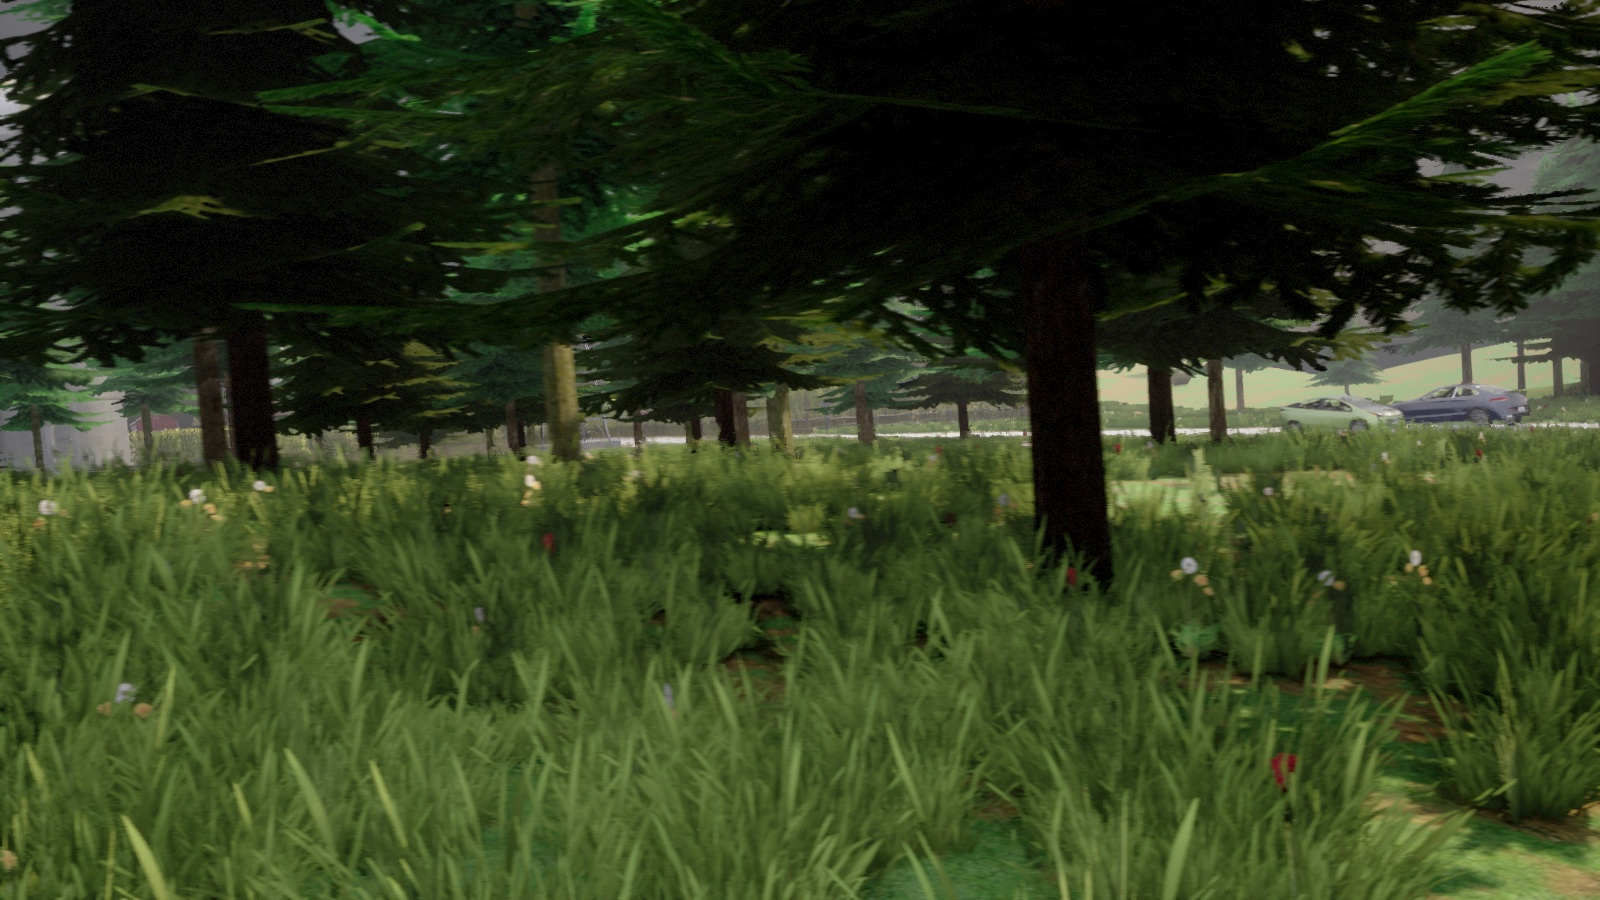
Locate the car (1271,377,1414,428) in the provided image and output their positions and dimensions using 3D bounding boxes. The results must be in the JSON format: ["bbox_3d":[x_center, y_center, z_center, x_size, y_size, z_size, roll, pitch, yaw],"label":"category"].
[{"bbox_3d":[20.249,-1.750,47.036,2.007,1.525,4.514,-7,3,-31],"label":"car"}]

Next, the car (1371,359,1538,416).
[{"bbox_3d":[24.185,-2.285,46.613,2.152,1.651,5.027,-7,3,-31],"label":"car"}]
